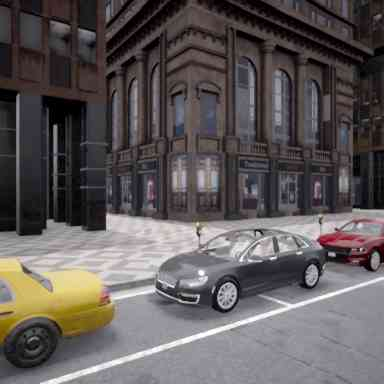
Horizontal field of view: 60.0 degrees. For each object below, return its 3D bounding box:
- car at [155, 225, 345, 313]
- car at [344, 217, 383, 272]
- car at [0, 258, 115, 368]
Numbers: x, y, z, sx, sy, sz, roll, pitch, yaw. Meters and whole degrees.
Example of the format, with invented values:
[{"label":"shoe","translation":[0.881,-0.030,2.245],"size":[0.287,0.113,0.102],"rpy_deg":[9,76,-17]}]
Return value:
[{"label":"car","translation":[1.261,1.551,7.554],"size":[4.403,1.369,2.008],"rpy_deg":[0,0,-36]},{"label":"car","translation":[5.828,1.545,10.817],"size":[4.507,1.381,1.887],"rpy_deg":[0,0,-36]},{"label":"car","translation":[-3.453,1.525,4.184],"size":[4.829,1.417,1.752],"rpy_deg":[0,0,-36]}]
